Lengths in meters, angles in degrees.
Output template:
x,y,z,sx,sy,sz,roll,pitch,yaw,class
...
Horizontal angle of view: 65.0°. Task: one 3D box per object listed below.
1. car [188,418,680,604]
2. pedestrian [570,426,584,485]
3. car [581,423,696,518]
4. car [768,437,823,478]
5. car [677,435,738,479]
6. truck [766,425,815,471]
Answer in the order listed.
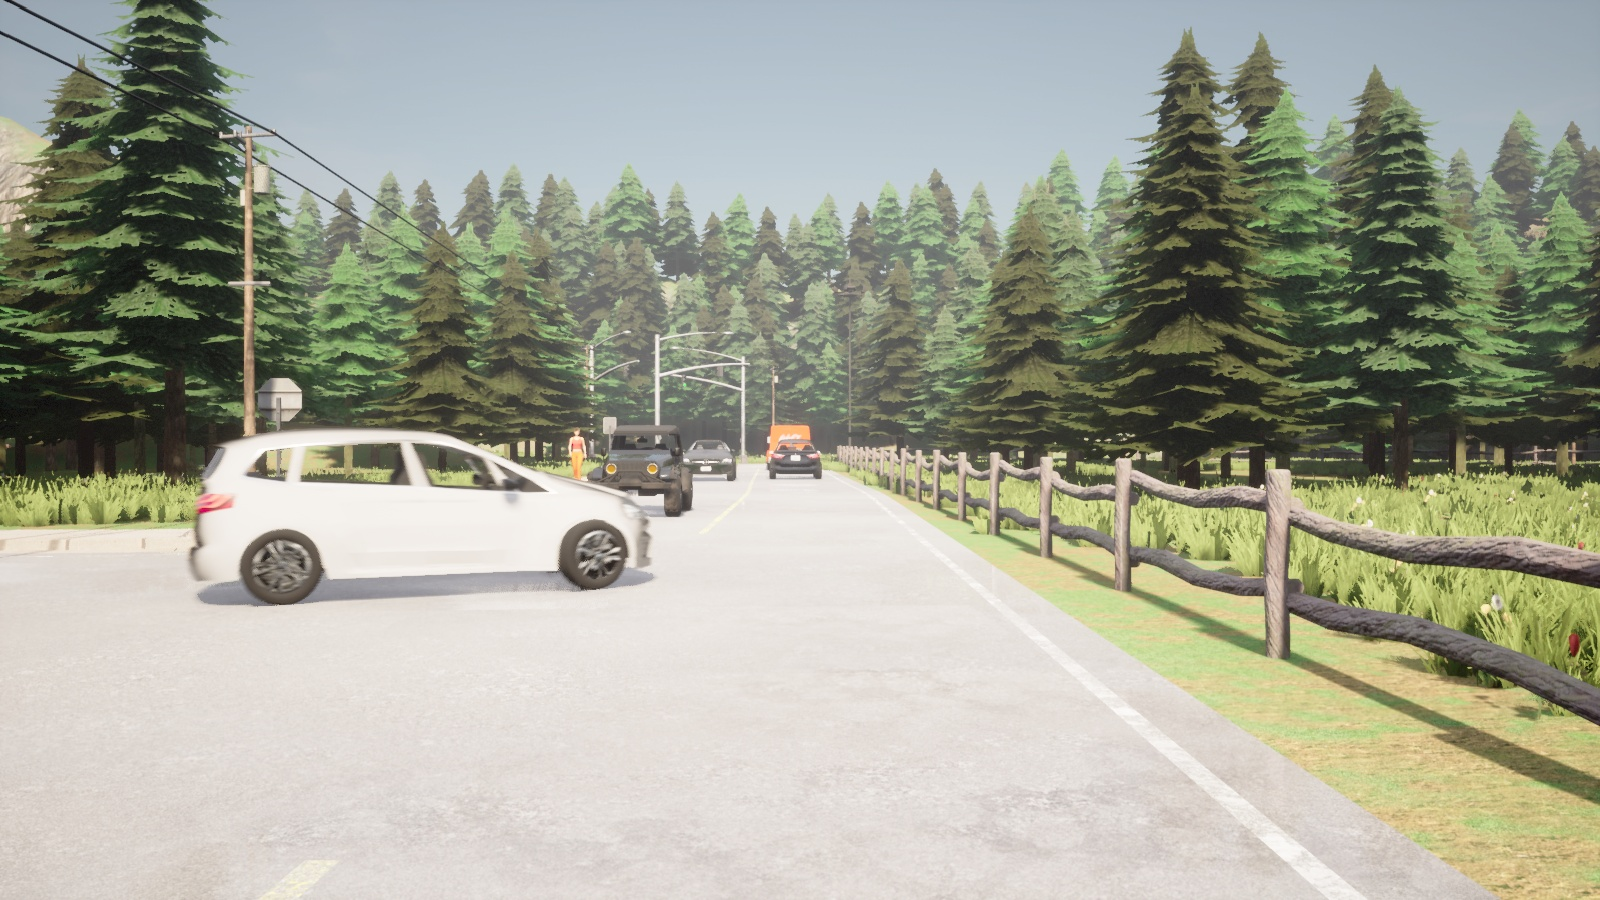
x,y,z,sx,sy,sz,roll,pitch,yaw,class
-3.807,0.530,13.207,4.611,1.667,2.242,0,1,-23,car
-7.023,0.177,39.541,0.345,1.836,0.594,0,0,-2,pedestrian
-3.336,0.389,26.623,1.905,1.878,3.866,0,0,0,car
-0.211,0.298,53.348,2.242,1.667,4.611,0,0,-1,car
-3.638,0.247,50.127,2.152,1.651,5.027,0,0,-1,car
-0.592,-0.129,70.274,2.627,2.467,5.204,0,0,-2,truck
